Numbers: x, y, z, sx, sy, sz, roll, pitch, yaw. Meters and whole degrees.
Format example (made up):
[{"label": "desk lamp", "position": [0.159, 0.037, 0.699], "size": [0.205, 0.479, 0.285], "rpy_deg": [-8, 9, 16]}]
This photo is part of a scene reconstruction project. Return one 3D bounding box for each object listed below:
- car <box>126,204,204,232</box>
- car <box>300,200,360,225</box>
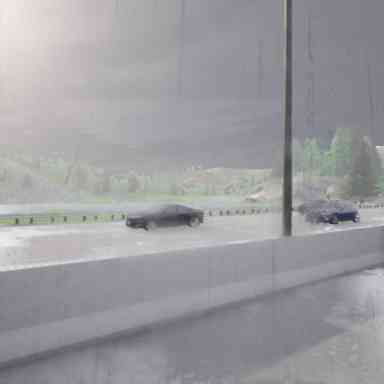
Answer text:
[{"label": "car", "position": [-1.545, 1.486, 20.250], "size": [5.008, 1.535, 1.882], "rpy_deg": [0, 0, -36]}, {"label": "car", "position": [10.498, 1.433, 24.792], "size": [4.553, 1.767, 2.097], "rpy_deg": [0, 0, -36]}]
